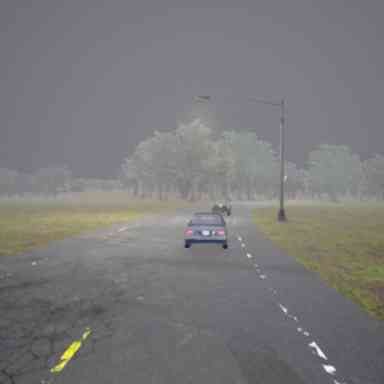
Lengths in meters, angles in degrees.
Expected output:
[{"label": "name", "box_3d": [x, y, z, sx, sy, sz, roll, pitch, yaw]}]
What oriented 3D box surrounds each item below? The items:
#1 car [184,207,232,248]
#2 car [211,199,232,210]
[{"label": "car", "box_3d": [0.694, 1.628, 15.256, 2.033, 1.411, 5.357, 0, 0, 4]}, {"label": "car", "box_3d": [3.363, 1.563, 37.191, 2.097, 1.767, 4.553, 0, 0, 10]}]
